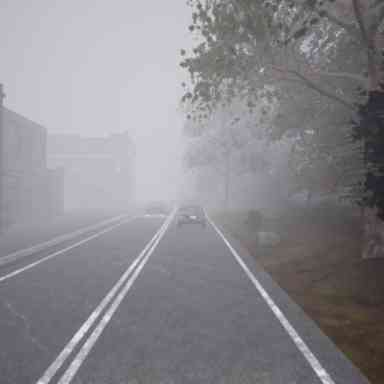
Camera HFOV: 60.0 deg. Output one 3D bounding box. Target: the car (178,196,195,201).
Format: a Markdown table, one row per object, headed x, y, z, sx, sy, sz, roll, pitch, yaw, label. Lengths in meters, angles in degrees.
| x | y | z | sx | sy | sz | roll | pitch | yaw | label |
| --- | --- | --- | --- | --- | --- | --- | --- | --- | --- |
| -0.485 | 1.514 | 42.830 | 1.994 | 1.385 | 4.181 | 0 | 0 | -2 | car |

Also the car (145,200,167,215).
| x | y | z | sx | sy | sz | roll | pitch | yaw | label |
| --- | --- | --- | --- | --- | --- | --- | --- | --- | --- |
| -3.605 | 1.536 | 33.723 | 1.994 | 1.385 | 4.181 | 0 | 0 | -1 | car |

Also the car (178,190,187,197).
| x | y | z | sx | sy | sz | roll | pitch | yaw | label |
| --- | --- | --- | --- | --- | --- | --- | --- | --- | --- |
| -2.378 | 0.611 | 83.146 | 2.150 | 2.045 | 5.566 | 0 | 1 | -3 | car |

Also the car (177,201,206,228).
| x | y | z | sx | sy | sz | roll | pitch | yaw | label |
| --- | --- | --- | --- | --- | --- | --- | --- | --- | --- |
| -0.049 | 1.539 | 22.270 | 2.033 | 1.411 | 5.357 | 0 | 0 | -1 | car |
